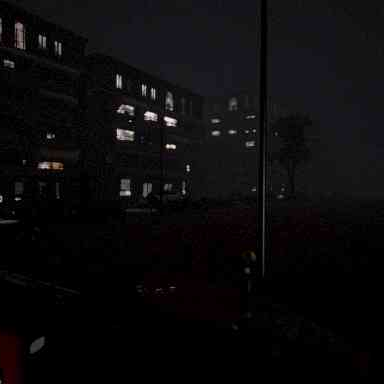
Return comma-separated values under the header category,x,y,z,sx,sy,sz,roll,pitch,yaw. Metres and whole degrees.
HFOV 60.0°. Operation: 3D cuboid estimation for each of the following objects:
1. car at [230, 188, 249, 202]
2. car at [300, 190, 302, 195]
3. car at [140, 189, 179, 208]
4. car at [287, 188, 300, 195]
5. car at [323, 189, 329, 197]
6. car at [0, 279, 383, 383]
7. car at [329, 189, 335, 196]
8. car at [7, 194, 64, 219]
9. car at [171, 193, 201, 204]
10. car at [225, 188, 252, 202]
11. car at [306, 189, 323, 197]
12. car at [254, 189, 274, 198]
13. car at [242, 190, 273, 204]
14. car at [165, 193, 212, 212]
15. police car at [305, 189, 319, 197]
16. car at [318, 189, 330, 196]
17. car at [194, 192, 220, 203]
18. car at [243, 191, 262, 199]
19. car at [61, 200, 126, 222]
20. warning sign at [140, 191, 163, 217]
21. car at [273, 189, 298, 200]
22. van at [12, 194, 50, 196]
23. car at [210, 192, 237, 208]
category,x,y,z,sx,sy,sz,roll,pitch,yaw
car,7.516,0.644,48.724,2.097,1.767,4.553,1,1,35
car,27.852,0.115,87.938,1.887,1.381,4.507,2,2,35
car,-3.536,0.721,38.358,2.150,2.045,5.566,1,1,35
car,24.672,-0.029,83.362,2.192,1.841,5.009,2,2,35
car,28.362,0.361,74.008,2.008,1.369,4.403,2,2,35
car,-0.308,1.544,3.091,4.507,1.381,1.887,0,0,36
car,34.729,0.079,83.145,1.967,1.590,4.097,2,2,35
car,-11.781,1.230,26.533,1.837,1.490,4.892,1,1,35
car,-0.796,0.910,46.812,1.947,1.339,4.313,2,2,35
car,7.697,0.406,54.318,2.150,2.045,5.566,1,1,35
car,25.180,0.446,69.440,2.008,1.369,4.403,2,2,35
car,15.123,0.227,69.654,2.192,1.841,5.009,2,2,35
car,9.263,0.877,46.592,2.008,1.369,4.403,2,2,35
car,-0.287,1.132,32.882,1.887,1.381,4.507,2,2,35
police car,27.726,0.191,76.622,1.930,1.638,5.238,0,1,32
car,33.656,0.069,84.792,1.801,1.575,5.366,1,1,35
car,2.387,0.808,51.382,2.008,1.369,4.403,2,2,35
car,11.840,0.526,64.950,1.752,1.417,4.829,2,2,35
car,-6.653,1.329,23.745,1.947,1.339,4.313,2,2,35
warning sign,-3.033,0.851,24.820,1.300,1.860,1.060,-1,0,35
car,15.727,0.676,55.870,1.752,1.417,4.829,2,2,35
van,-13.526,1.035,28.529,1.690,1.788,3.998,2,2,35
car,2.896,1.051,37.452,2.008,1.369,4.403,2,2,35
